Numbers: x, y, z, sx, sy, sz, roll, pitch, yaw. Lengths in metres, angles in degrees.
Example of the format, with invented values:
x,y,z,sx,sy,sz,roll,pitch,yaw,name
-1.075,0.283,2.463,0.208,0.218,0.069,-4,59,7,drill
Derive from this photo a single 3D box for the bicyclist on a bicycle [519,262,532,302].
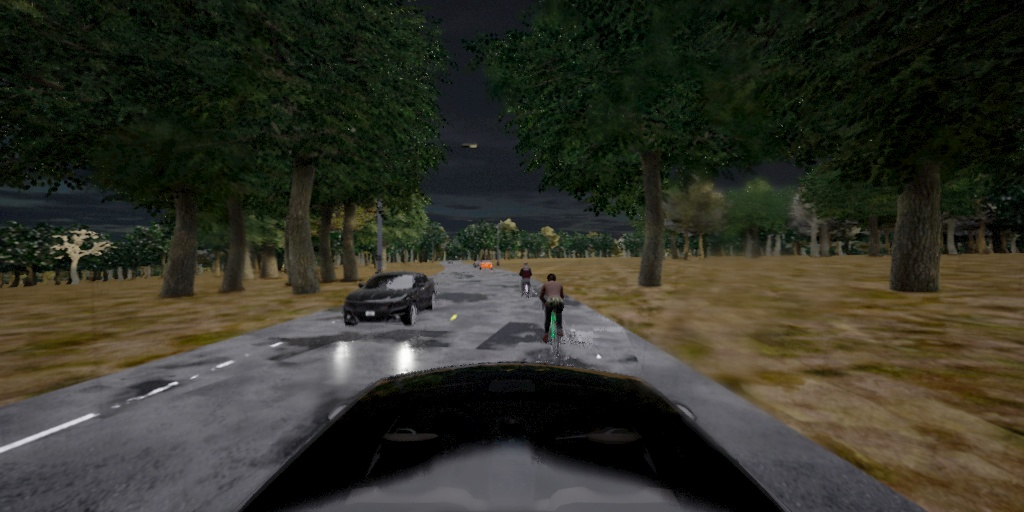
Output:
x,y,z,sx,sy,sz,roll,pitch,yaw,name
0.620,1.150,16.378,0.659,1.776,1.843,0,0,-2,bicyclist on a bicycle

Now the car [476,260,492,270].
x,y,z,sx,sy,sz,roll,pitch,yaw,name
-4.468,1.384,60.207,2.097,1.767,4.553,0,-1,-8,car

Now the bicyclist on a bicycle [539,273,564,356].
x,y,z,sx,sy,sz,roll,pitch,yaw,name
0.875,1.209,7.726,0.582,1.620,1.656,0,0,-1,bicyclist on a bicycle

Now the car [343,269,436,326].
x,y,z,sx,sy,sz,roll,pitch,yaw,name
-3.799,1.242,11.896,1.882,1.535,5.008,0,0,-2,car
